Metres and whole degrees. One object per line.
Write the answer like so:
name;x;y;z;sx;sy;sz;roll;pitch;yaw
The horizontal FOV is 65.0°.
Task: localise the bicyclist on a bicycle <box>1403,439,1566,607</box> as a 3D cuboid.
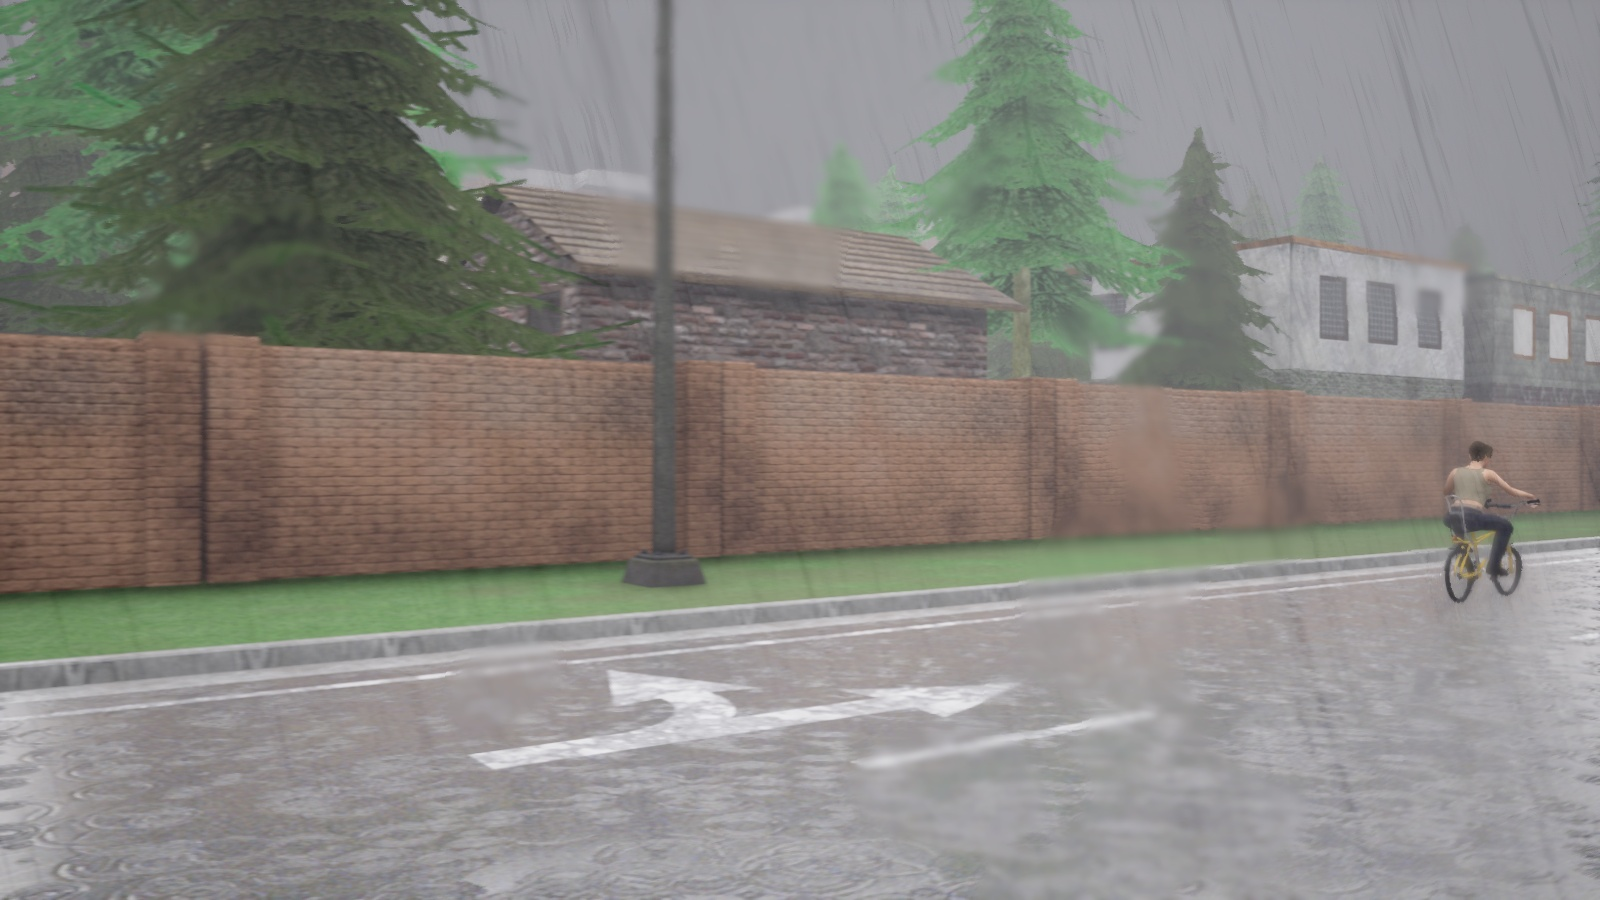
bicyclist on a bicycle;6.978;0.698;12.786;1.509;1.612;0.866;0;0;-35
